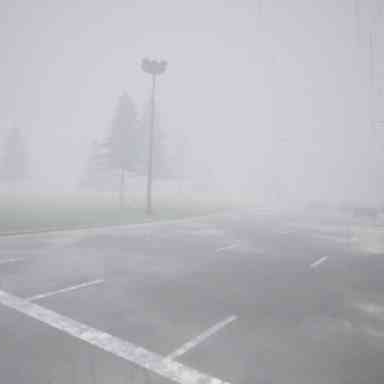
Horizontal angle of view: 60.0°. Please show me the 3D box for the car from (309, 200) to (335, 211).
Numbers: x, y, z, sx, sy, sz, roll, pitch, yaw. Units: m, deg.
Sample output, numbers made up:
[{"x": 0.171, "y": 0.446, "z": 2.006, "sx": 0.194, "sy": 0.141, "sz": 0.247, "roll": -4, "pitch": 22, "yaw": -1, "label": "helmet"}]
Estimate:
[{"x": 18.114, "y": 1.883, "z": 46.986, "sx": 2.033, "sy": 1.411, "sz": 5.357, "roll": 3, "pitch": 1, "yaw": 36, "label": "car"}]

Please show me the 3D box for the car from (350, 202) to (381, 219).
[{"x": 18.109, "y": 1.955, "z": 34.569, "sx": 1.812, "sy": 1.442, "sz": 4.674, "roll": 2, "pitch": 1, "yaw": 34, "label": "car"}]

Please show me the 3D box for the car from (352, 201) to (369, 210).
[{"x": 28.378, "y": 2.261, "z": 55.871, "sx": 1.895, "sy": 1.301, "sz": 4.718, "roll": 2, "pitch": 1, "yaw": 34, "label": "car"}]

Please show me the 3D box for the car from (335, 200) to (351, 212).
[{"x": 21.567, "y": 2.040, "z": 45.815, "sx": 1.994, "sy": 1.385, "sz": 4.181, "roll": 2, "pitch": 1, "yaw": 34, "label": "car"}]

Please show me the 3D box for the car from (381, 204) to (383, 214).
[{"x": 24.384, "y": 2.200, "z": 43.898, "sx": 1.895, "sy": 1.301, "sz": 4.718, "roll": 2, "pitch": 1, "yaw": 34, "label": "car"}]
